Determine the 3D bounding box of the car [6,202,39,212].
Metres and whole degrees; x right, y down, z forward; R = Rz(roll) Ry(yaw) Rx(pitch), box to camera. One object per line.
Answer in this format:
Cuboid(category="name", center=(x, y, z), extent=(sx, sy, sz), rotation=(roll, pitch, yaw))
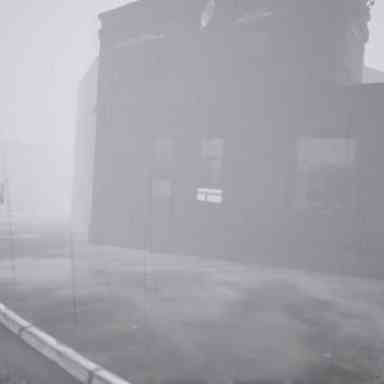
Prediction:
Cuboid(category="car", center=(-23.105, 2.008, 45.430), extent=(1.895, 1.301, 4.718), rotation=(4, -1, 6))
